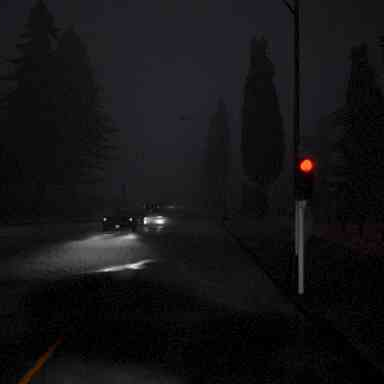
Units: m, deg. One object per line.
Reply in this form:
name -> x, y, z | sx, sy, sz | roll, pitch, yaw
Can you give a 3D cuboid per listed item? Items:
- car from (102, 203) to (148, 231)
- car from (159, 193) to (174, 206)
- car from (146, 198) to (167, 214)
car -> -4.131, 1.599, 20.651 | 1.895, 1.301, 4.718 | 0, 0, 0
car -> -4.156, 1.216, 55.525 | 2.150, 2.045, 5.566 | 0, 0, 0
car -> -4.151, 1.598, 35.789 | 1.895, 1.301, 4.718 | 0, 0, 0
